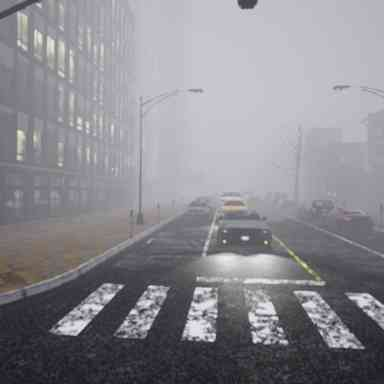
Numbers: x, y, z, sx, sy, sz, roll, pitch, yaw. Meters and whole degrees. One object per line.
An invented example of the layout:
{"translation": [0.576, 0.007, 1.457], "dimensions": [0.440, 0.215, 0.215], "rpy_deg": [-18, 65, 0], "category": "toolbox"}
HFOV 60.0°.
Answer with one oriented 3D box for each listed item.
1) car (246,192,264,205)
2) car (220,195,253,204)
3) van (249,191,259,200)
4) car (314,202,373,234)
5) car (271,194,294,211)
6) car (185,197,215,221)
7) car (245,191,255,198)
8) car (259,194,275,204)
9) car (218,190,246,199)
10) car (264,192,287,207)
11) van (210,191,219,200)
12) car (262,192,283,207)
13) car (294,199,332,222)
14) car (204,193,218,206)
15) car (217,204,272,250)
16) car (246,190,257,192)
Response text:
{"translation": [8.100, 1.111, 43.589], "dimensions": [1.837, 1.490, 4.892], "rpy_deg": [0, 1, 6], "category": "car"}
{"translation": [3.036, 1.238, 23.877], "dimensions": [1.882, 1.535, 5.008], "rpy_deg": [0, 1, 6], "category": "car"}
{"translation": [13.616, 0.674, 73.233], "dimensions": [1.690, 1.788, 3.998], "rpy_deg": [1, 1, 5], "category": "van"}
{"translation": [8.300, 1.427, 18.025], "dimensions": [1.802, 1.307, 4.206], "rpy_deg": [1, 1, 5], "category": "car"}
{"translation": [9.894, 1.254, 34.589], "dimensions": [2.008, 1.369, 4.403], "rpy_deg": [1, 1, 5], "category": "car"}
{"translation": [0.489, 1.322, 24.350], "dimensions": [1.802, 1.307, 4.206], "rpy_deg": [1, 1, 5], "category": "car"}
{"translation": [14.676, 0.660, 84.275], "dimensions": [1.967, 1.590, 4.097], "rpy_deg": [1, 1, 5], "category": "car"}
{"translation": [11.504, 1.075, 51.322], "dimensions": [1.752, 1.417, 4.829], "rpy_deg": [1, 1, 5], "category": "car"}
{"translation": [4.073, 0.890, 34.513], "dimensions": [2.150, 2.045, 5.566], "rpy_deg": [0, 1, 5], "category": "car"}
{"translation": [10.429, 0.969, 40.106], "dimensions": [2.192, 1.841, 5.009], "rpy_deg": [1, 1, 5], "category": "car"}
{"translation": [4.743, 0.671, 68.514], "dimensions": [1.690, 1.788, 3.998], "rpy_deg": [1, 1, 5], "category": "van"}
{"translation": [10.961, 0.918, 45.629], "dimensions": [2.192, 1.841, 5.009], "rpy_deg": [1, 1, 5], "category": "car"}
{"translation": [8.833, 1.239, 23.547], "dimensions": [1.967, 1.590, 4.097], "rpy_deg": [1, 1, 5], "category": "car"}
{"translation": [1.023, 1.133, 29.869], "dimensions": [1.967, 1.590, 4.097], "rpy_deg": [1, 1, 5], "category": "car"}
{"translation": [2.047, 1.411, 13.557], "dimensions": [1.994, 1.385, 4.181], "rpy_deg": [0, 1, 6], "category": "car"}
{"translation": [9.009, 0.733, 53.569], "dimensions": [2.150, 2.045, 5.566], "rpy_deg": [0, 1, 5], "category": "car"}
